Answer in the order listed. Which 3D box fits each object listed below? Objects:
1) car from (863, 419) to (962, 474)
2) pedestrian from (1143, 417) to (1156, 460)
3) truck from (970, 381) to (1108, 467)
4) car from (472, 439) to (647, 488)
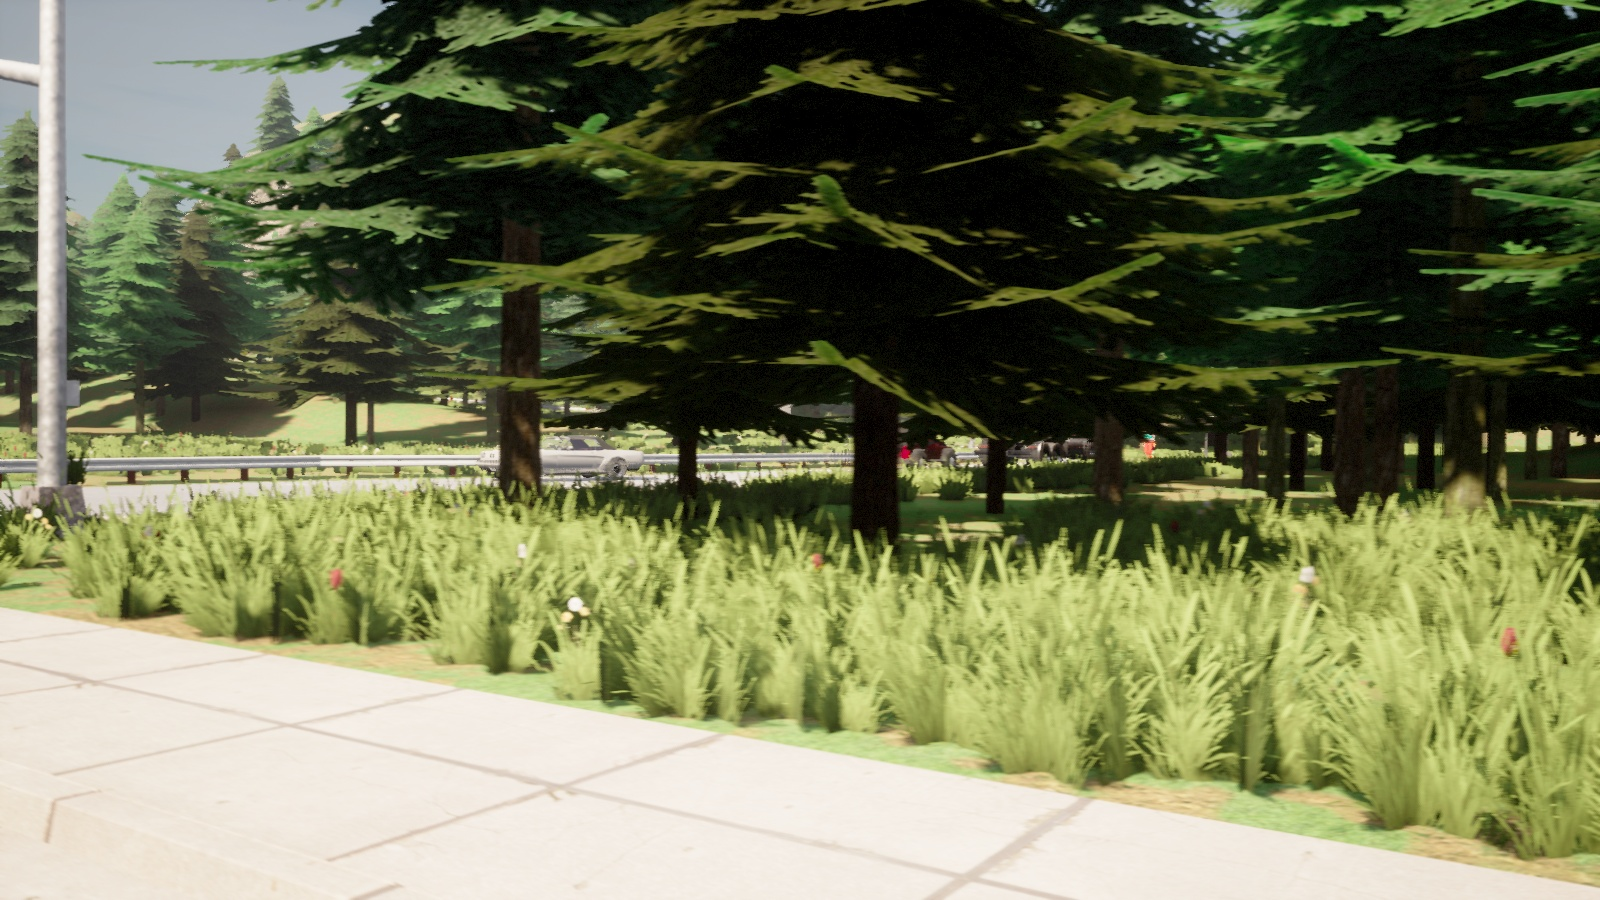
[{"bbox_3d":[4.086,-0.154,45.181,1.905,1.878,3.866,0,1,34],"label":"car"},{"bbox_3d":[15.036,-0.507,54.053,0.345,1.836,0.594,0,1,33],"label":"pedestrian"},{"bbox_3d":[10.531,-1.117,54.531,2.891,3.462,7.936,0,1,35],"label":"truck"},{"bbox_3d":[-7.003,0.365,36.914,4.718,1.301,1.895,-1,1,-41],"label":"car"}]
